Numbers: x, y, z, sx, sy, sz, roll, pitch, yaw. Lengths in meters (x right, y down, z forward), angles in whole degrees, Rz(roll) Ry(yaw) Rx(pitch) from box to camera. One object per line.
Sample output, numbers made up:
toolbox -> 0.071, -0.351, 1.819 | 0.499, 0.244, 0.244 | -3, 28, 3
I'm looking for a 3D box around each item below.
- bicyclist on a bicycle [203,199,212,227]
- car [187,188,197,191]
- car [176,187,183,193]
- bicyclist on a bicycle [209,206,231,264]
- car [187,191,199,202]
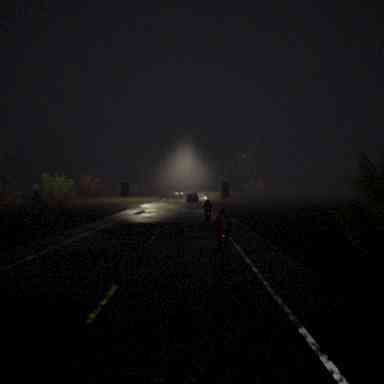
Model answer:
bicyclist on a bicycle -> 0.961, 1.252, 19.910 | 0.582, 1.620, 1.656 | 0, 0, 0
car -> -0.005, 0.073, 72.532 | 2.150, 2.045, 5.566 | 0, 2, 0
car -> -3.506, -0.689, 94.118 | 2.097, 1.767, 4.553 | 0, 2, 0
bicyclist on a bicycle -> 0.962, 1.347, 10.370 | 0.582, 1.620, 1.656 | 0, 0, 0
car -> 0.096, 0.958, 55.411 | 1.994, 1.385, 4.181 | 0, 1, 0
